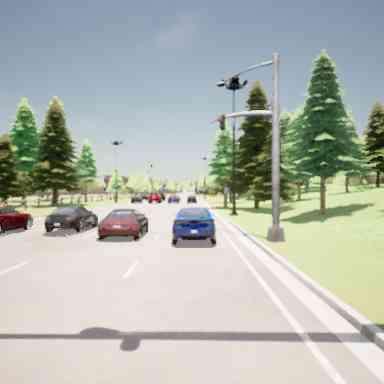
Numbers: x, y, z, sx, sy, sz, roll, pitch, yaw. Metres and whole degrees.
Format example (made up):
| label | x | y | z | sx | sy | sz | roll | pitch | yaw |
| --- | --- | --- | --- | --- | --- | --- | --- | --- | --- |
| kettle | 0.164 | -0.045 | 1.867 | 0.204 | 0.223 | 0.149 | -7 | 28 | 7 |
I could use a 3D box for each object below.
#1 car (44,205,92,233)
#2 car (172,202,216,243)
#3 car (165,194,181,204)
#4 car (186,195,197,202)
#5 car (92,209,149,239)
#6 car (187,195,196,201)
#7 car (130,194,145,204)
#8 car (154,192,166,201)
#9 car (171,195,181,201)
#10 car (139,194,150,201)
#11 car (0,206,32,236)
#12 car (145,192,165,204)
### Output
| label | x | y | z | sx | sy | sz | roll | pitch | yaw |
| --- | --- | --- | --- | --- | --- | --- | --- | --- | --- |
| car | -6.927 | 1.505 | 19.346 | 1.812 | 1.442 | 4.674 | 0 | 0 | 0 |
| car | 0.088 | 1.460 | 15.949 | 1.882 | 1.535 | 5.008 | 0 | 0 | 0 |
| car | -3.547 | 1.283 | 64.101 | 2.097 | 1.767 | 4.553 | 0 | 0 | 0 |
| car | -0.046 | 1.408 | 63.751 | 1.882 | 1.535 | 5.008 | 0 | 0 | 0 |
| car | -3.411 | 1.545 | 17.116 | 1.994 | 1.385 | 4.181 | 0 | 0 | 0 |
| car | -0.054 | 1.304 | 74.170 | 1.994 | 1.385 | 4.181 | 0 | 0 | 0 |
| car | -10.546 | 1.436 | 63.743 | 1.837 | 1.490 | 4.892 | 0 | 0 | 0 |
| car | -7.054 | 0.977 | 74.195 | 2.150 | 2.045 | 5.566 | 0 | 0 | 0 |
| car | -3.554 | 1.305 | 74.168 | 1.994 | 1.385 | 4.181 | 0 | 0 | 0 |
| car | -10.554 | 1.252 | 74.163 | 1.837 | 1.490 | 4.892 | 0 | 0 | 0 |
| car | -10.413 | 1.459 | 17.759 | 1.882 | 1.535 | 5.008 | 0 | 0 | 0 |
| car | -7.046 | 1.153 | 63.775 | 2.150 | 2.045 | 5.566 | 0 | 0 | 0 |
